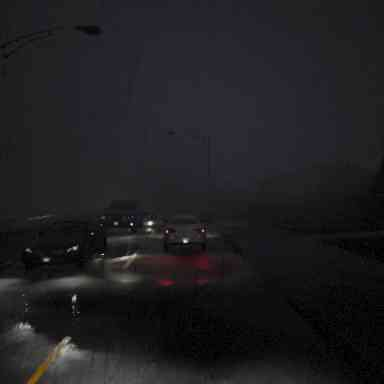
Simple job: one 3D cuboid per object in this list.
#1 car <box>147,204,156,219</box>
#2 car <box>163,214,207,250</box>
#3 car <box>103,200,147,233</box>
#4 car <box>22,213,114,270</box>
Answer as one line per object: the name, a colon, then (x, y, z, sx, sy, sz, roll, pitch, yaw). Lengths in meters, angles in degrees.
car: (-4.900, 1.977, 35.114, 1.882, 1.535, 5.008, -1, 0, -1)
car: (-0.342, 1.721, 15.422, 1.812, 1.442, 4.674, -1, -1, -2)
car: (-4.631, 1.565, 22.721, 2.150, 2.045, 5.566, -1, -1, -1)
car: (-4.333, 1.734, 12.056, 1.812, 1.442, 4.674, -1, -1, -2)
